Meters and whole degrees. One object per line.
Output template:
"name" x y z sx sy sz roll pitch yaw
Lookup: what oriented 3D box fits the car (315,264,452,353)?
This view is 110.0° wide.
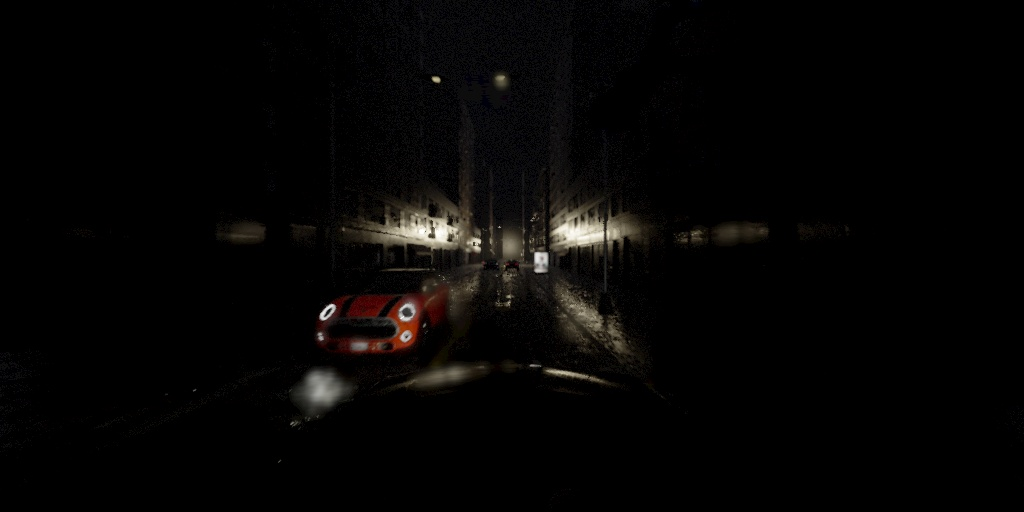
"car" -2.851 1.106 8.961 2.097 1.767 4.553 0 0 0

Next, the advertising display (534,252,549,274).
"advertising display" 3.008 0.786 36.924 1.540 2.440 0.280 0 0 0

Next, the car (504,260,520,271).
"car" 0.027 1.281 50.204 1.812 1.442 4.674 0 0 0

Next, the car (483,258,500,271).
"car" -2.826 1.108 50.066 2.097 1.767 4.553 0 0 0
